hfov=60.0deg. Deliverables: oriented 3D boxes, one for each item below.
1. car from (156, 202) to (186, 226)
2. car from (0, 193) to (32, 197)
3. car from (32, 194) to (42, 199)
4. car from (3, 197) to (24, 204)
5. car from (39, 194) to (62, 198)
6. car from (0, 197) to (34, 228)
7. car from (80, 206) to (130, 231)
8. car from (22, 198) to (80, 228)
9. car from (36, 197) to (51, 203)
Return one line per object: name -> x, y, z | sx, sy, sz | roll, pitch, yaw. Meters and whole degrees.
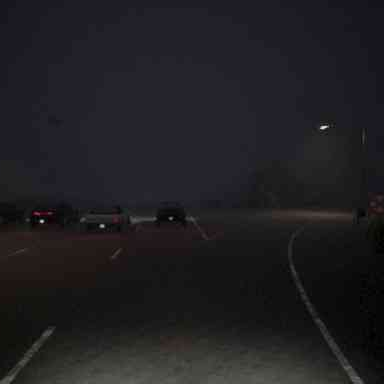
car -> -1.376, 1.351, 21.833 | 1.812, 1.442, 4.674 | 0, 0, -3
car -> -27.869, 1.289, 52.631 | 1.882, 1.535, 5.008 | 0, -1, -3
car -> -32.301, 1.417, 68.911 | 2.150, 2.045, 5.566 | 0, -2, -3
car -> -35.673, 1.716, 66.611 | 1.895, 1.301, 4.718 | 0, -2, -3
car -> -28.724, 1.695, 67.686 | 1.812, 1.442, 4.674 | 0, -2, -3
car -> -11.801, 1.306, 20.294 | 1.837, 1.490, 4.892 | 0, 0, -3
car -> -4.738, 1.445, 19.286 | 1.895, 1.301, 4.718 | 0, 0, -3
car -> -8.308, 1.324, 20.511 | 1.837, 1.490, 4.892 | 0, 0, -3
car -> -36.580, 2.017, 81.966 | 1.837, 1.490, 4.892 | 0, -2, -3
